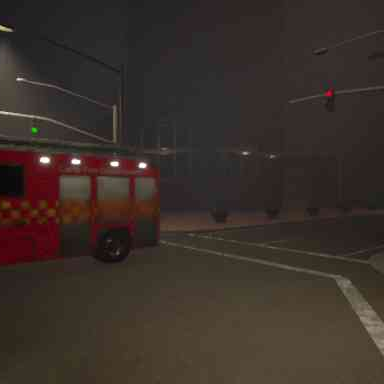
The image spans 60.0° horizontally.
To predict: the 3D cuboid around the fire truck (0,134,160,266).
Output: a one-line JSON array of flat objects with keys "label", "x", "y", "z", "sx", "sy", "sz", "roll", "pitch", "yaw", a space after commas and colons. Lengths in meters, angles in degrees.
[{"label": "fire truck", "x": -5.175, "y": 0.369, "z": 9.938, "sx": 8.468, "sy": 3.827, "sz": 2.891, "roll": 0, "pitch": 0, "yaw": -39}]
